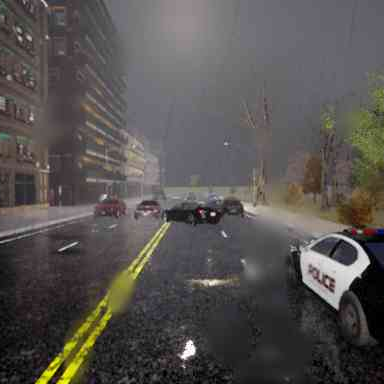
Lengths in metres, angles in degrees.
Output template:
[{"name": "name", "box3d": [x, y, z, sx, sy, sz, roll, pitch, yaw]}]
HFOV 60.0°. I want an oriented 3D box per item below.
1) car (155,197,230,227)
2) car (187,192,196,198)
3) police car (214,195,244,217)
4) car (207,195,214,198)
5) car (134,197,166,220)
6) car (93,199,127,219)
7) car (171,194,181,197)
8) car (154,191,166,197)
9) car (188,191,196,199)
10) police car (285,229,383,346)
[{"name": "car", "box3d": [-0.123, 1.352, 21.803, 2.163, 1.488, 4.792, 0, 1, -36]}, {"name": "car", "box3d": [-0.025, 1.039, 71.698, 2.033, 1.411, 5.357, 0, 0, 0]}, {"name": "police car", "box3d": [3.240, 1.227, 28.469, 1.930, 1.638, 5.238, 0, 0, 0]}, {"name": "car", "box3d": [3.236, 1.218, 39.360, 2.128, 1.511, 4.902, 0, 0, 0]}, {"name": "car", "box3d": [-3.355, 1.342, 26.311, 1.812, 1.442, 4.674, 0, 0, 0]}, {"name": "car", "box3d": [-6.607, 1.287, 27.307, 1.882, 1.535, 5.008, 0, 0, 0]}, {"name": "car", "box3d": [-3.283, 1.135, 67.459, 1.895, 1.301, 4.718, 0, 0, 0]}, {"name": "car", "box3d": [-6.524, 0.730, 68.644, 2.150, 2.045, 5.566, 0, 0, 0]}, {"name": "car", "box3d": [-0.029, 0.751, 85.823, 2.097, 1.767, 4.553, 0, 0, 0]}, {"name": "police car", "box3d": [3.248, 1.460, 6.360, 2.038, 1.542, 4.974, 0, 0, 0]}]
